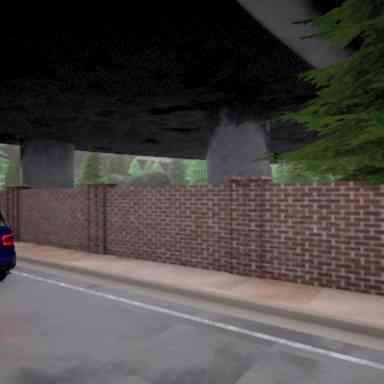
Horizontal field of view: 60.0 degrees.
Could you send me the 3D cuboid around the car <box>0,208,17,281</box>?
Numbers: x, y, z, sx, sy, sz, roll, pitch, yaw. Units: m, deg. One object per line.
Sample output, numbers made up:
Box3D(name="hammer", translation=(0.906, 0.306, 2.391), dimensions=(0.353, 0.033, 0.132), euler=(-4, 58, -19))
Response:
Box3D(name="car", translation=(-6.893, 1.325, 8.864), dimensions=(5.566, 2.045, 2.150), euler=(0, 0, 36))
